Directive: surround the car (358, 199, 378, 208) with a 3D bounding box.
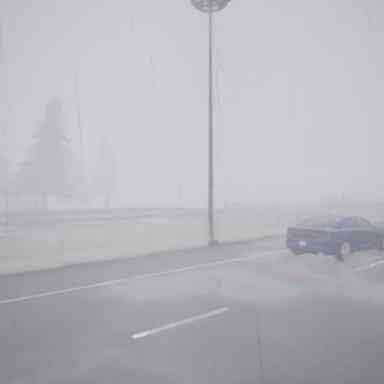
[{"bbox_3d":[25.189,1.737,45.578,4.674,1.442,1.812,0,-1,-37],"label":"car"}]

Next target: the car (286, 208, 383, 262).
[{"bbox_3d":[5.660,1.560,12.611,5.008,1.535,1.882,0,-1,-37],"label":"car"}]

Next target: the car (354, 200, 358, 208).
[{"bbox_3d":[23.035,1.826,48.332,5.357,1.411,2.033,0,-1,-37],"label":"car"}]

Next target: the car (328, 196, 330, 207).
[{"bbox_3d":[22.383,1.564,52.235,5.566,2.045,2.150,0,-1,-37],"label":"car"}]
